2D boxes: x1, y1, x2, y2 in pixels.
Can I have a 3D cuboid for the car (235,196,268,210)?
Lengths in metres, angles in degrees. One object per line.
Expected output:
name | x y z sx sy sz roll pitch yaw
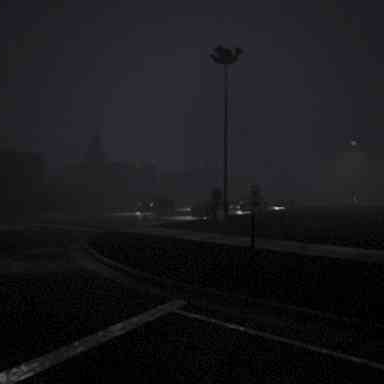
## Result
car | 7.420 1.274 40.001 2.097 1.767 4.553 0 0 35

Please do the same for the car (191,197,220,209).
car | 1.855 1.454 44.257 1.994 1.385 4.181 0 0 35

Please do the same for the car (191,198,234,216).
car | 1.794 1.400 31.946 1.882 1.535 5.008 0 0 35

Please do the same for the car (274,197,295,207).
car | 13.588 1.486 48.821 1.994 1.385 4.181 0 0 35

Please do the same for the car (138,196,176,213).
car | -3.754 1.243 36.221 2.097 1.767 4.553 0 0 35
